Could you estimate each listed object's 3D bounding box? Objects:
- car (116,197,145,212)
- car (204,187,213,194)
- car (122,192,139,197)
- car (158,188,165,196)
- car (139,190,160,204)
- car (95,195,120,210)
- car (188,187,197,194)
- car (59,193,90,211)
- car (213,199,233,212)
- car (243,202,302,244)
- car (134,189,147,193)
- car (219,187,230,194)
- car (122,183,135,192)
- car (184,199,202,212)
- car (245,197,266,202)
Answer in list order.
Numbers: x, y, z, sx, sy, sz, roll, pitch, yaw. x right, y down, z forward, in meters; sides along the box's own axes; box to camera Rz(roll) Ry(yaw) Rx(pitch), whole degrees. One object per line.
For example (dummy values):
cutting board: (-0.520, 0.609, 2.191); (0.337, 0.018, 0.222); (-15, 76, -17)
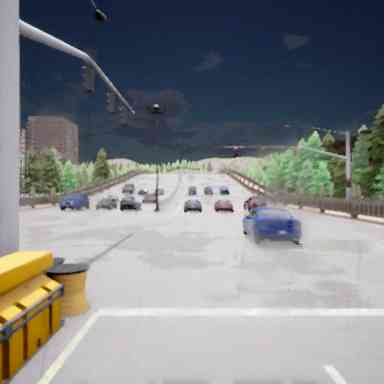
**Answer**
car: (-7.088, 1.565, 38.559); (1.895, 1.301, 4.718); (0, 0, 0)
car: (3.611, -0.404, 73.446); (2.033, 1.411, 5.357); (0, 7, 0)
car: (-10.539, 1.243, 55.089); (1.994, 1.385, 4.181); (0, 3, 1)
car: (-6.905, -0.092, 70.776); (2.128, 1.511, 4.902); (0, 6, 0)
car: (-7.036, 1.010, 55.465); (2.097, 1.767, 4.553); (0, 3, 1)
car: (-10.578, 1.463, 41.427); (1.837, 1.490, 4.892); (0, 1, 0)
car: (0.111, -0.404, 73.466); (2.033, 1.411, 5.357); (0, 7, 0)
car: (-14.087, 1.179, 40.364); (2.150, 2.045, 5.566); (0, 1, 0)
car: (3.604, 1.528, 38.491); (1.994, 1.385, 4.181); (0, 0, 0)
car: (3.601, 1.465, 15.710); (1.882, 1.535, 5.008); (0, 0, 0)
car: (-10.405, -0.007, 70.720); (1.895, 1.301, 4.718); (0, 6, 0)
car: (7.108, -0.414, 73.005); (1.882, 1.535, 5.008); (0, 7, 0)
car: (-13.892, -0.748, 72.964); (2.150, 2.045, 5.566); (0, 7, 0)
car: (0.103, 1.528, 38.354); (1.994, 1.385, 4.181); (0, 0, 0)
car: (7.104, 1.318, 37.542); (2.097, 1.767, 4.553); (0, 0, 0)
